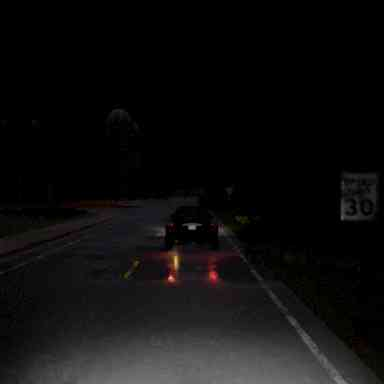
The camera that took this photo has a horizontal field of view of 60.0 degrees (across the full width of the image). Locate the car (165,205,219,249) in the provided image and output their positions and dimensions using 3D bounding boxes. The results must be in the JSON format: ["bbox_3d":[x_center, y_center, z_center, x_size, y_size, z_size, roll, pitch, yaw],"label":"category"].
[{"bbox_3d":[0.000,1.363,14.620,2.097,1.767,4.553,0,0,0],"label":"car"}]
